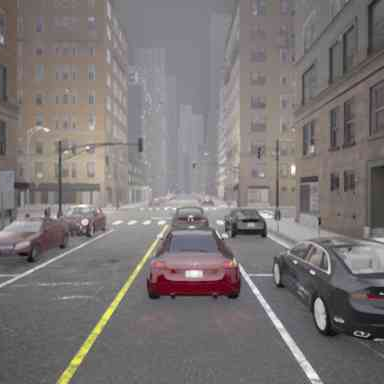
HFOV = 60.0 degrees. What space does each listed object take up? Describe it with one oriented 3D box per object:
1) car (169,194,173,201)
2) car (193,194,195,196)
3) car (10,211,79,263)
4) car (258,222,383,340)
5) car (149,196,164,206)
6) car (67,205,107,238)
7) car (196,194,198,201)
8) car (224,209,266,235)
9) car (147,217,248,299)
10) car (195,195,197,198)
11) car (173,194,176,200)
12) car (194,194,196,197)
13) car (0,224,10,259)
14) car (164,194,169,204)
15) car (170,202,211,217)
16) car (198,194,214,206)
[{"bbox_3d":[-6.203,1.573,81.386,1.752,1.417,4.829,0,0,0],"label":"car"},{"bbox_3d":[2.257,1.397,92.428,2.192,1.841,5.009,0,0,0],"label":"car"},{"bbox_3d":[-5.757,1.574,11.911,1.802,1.307,4.206,0,0,0],"label":"car"},{"bbox_3d":[2.810,1.546,6.474,2.008,1.369,4.403,0,0,0],"label":"car"},{"bbox_3d":[-6.047,1.582,54.514,1.802,1.307,4.206,0,0,0],"label":"car"},{"bbox_3d":[-5.799,1.429,17.412,1.967,1.590,4.097,0,0,0],"label":"car"},{"bbox_3d":[2.416,1.564,65.383,2.008,1.369,4.403,0,0,0],"label":"car"},{"bbox_3d":[2.726,1.555,17.476,1.947,1.339,4.313,0,0,0],"label":"car"},{"bbox_3d":[0.018,1.558,8.465,1.994,1.385,4.181,0,0,-1],"label":"car"},{"bbox_3d":[2.352,1.474,76.201,1.967,1.590,4.097,0,0,0],"label":"car"},{"bbox_3d":[-6.268,1.396,92.374,2.192,1.841,5.009,0,0,0],"label":"car"},{"bbox_3d":[2.289,1.504,87.019,1.967,1.590,4.097,0,0,0],"label":"car"},{"bbox_3d":[-5.715,1.561,6.409,1.947,1.339,4.313,0,0,0],"label":"car"},{"bbox_3d":[-6.109,1.564,65.331,2.008,1.369,4.403,0,0,0],"label":"car"},{"bbox_3d":[-0.093,1.494,17.378,1.837,1.490,4.892,0,0,0],"label":"car"},{"bbox_3d":[2.478,1.440,54.566,1.967,1.590,4.097,0,0,0],"label":"car"}]
